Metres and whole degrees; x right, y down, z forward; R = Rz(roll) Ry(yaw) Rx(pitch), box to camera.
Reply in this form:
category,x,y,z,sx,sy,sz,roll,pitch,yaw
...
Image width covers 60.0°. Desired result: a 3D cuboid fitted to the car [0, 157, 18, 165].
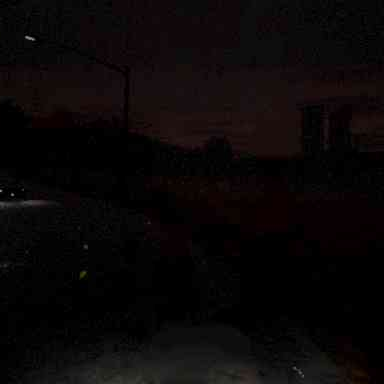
category,x,y,z,sx,sy,sz,roll,pitch,yaw
car,-32.921,-5.663,60.460,1.970,1.475,3.806,-1,5,-20

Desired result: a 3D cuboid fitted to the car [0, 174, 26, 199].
category,x,y,z,sx,sy,sz,roll,pitch,yaw
car,-12.600,-0.399,22.114,1.812,1.442,4.674,-2,9,-44
